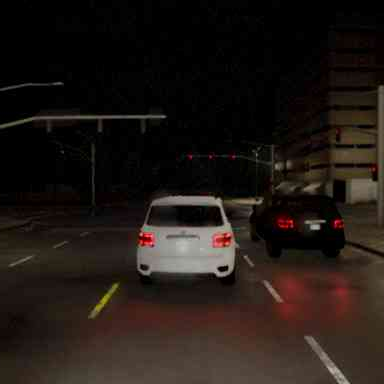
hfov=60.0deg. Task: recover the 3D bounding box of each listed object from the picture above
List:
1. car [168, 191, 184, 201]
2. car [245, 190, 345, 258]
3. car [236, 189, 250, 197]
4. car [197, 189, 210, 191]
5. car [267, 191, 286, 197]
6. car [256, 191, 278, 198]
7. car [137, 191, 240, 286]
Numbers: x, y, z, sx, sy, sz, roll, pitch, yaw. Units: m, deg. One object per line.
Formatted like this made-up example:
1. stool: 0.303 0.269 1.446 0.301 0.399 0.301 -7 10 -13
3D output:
1. car: -2.784 0.653 58.698 2.097 1.767 4.553 0 1 8
2. car: 3.584 1.074 12.323 2.150 2.045 5.566 0 1 0
3. car: 13.118 0.263 80.875 5.566 2.045 2.150 -1 1 -41
4. car: 2.201 0.353 73.312 2.150 2.045 5.566 0 1 31
5. car: 21.888 0.496 86.391 4.674 1.442 1.812 0 1 -22
6. car: 18.246 0.583 80.368 5.357 1.411 2.033 0 1 -33
7. car: 0.021 1.109 9.300 2.150 2.045 5.566 0 1 4
